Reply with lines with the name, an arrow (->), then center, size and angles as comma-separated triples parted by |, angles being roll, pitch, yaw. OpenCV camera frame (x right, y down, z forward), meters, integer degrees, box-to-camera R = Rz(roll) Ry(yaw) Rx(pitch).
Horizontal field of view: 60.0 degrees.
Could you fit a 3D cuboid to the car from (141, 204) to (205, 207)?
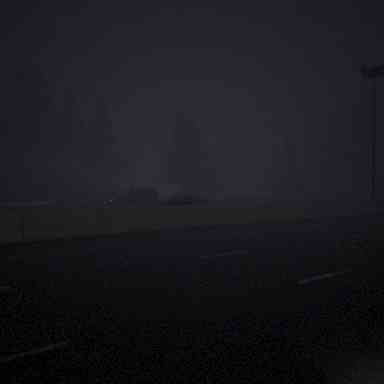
car -> -1.721, 1.196, 23.816 | 4.718, 1.301, 1.895 | -1, 1, -32
